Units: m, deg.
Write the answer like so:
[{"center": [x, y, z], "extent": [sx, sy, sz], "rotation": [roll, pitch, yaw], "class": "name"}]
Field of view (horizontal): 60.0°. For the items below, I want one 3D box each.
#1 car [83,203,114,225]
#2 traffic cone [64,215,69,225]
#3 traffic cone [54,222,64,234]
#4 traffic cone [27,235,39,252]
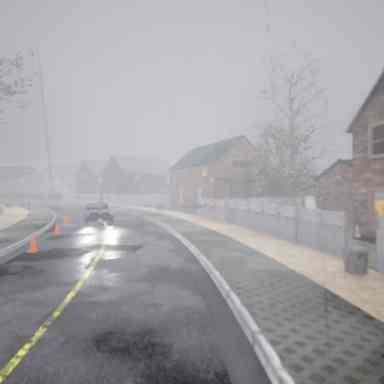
[{"center": [-6.542, 1.446, 23.161], "extent": [1.895, 1.301, 4.718], "rotation": [0, 0, -20], "class": "car"}, {"center": [-8.187, 1.810, 21.574], "extent": [0.340, 0.580, 0.340], "rotation": [0, 0, -18], "class": "traffic cone"}, {"center": [-6.851, 1.844, 16.923], "extent": [0.340, 0.580, 0.340], "rotation": [0, 0, -14], "class": "traffic cone"}, {"center": [-5.821, 1.878, 12.195], "extent": [0.340, 0.580, 0.340], "rotation": [0, 0, -10], "class": "traffic cone"}]
